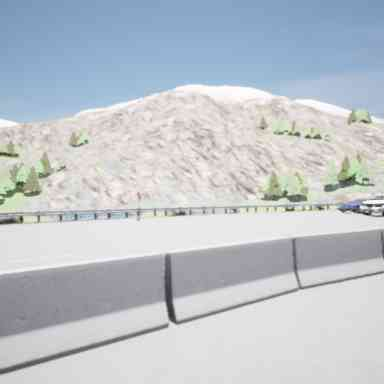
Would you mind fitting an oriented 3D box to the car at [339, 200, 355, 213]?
[{"bbox_3d":[16.992,1.423,33.423,4.674,1.442,1.812,0,0,-24],"label":"car"}]

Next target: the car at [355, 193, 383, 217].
[{"bbox_3d":[17.808,1.128,29.981,5.566,2.045,2.150,0,0,-24],"label":"car"}]
